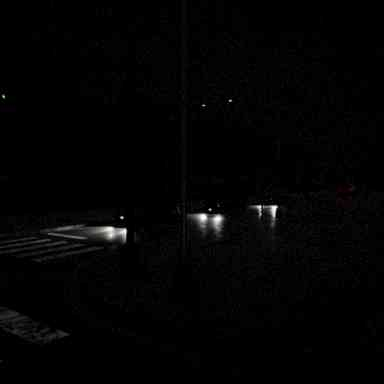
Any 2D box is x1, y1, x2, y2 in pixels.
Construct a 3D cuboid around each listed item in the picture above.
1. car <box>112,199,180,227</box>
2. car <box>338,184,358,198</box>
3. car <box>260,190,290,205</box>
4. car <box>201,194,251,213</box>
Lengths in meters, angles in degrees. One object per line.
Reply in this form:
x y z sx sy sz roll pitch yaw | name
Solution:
-2.546 1.117 19.113 1.994 1.385 4.181 0 2 35 | car
24.361 -0.220 51.971 2.150 2.045 5.566 0 2 35 | car
8.868 0.556 35.211 1.837 1.490 4.892 0 2 35 | car
2.863 0.858 26.746 2.033 1.411 5.357 0 2 35 | car
